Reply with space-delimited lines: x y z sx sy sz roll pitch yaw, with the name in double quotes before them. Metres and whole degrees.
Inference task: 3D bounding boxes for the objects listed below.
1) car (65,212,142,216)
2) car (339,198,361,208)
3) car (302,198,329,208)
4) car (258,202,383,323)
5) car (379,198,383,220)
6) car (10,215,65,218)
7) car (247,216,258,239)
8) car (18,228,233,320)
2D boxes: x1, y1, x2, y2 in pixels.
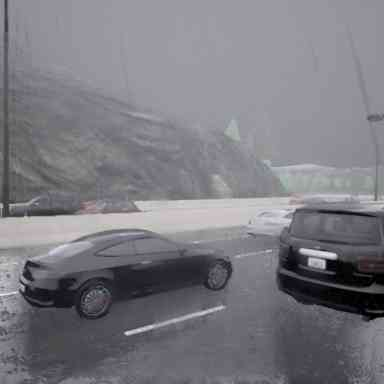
"car" -5.544 1.395 21.890 4.553 1.767 2.097 0 0 -38
"car" 24.217 1.620 50.855 1.994 1.385 4.181 0 0 40
"car" 18.353 1.608 49.352 2.033 1.411 5.357 0 0 41
"car" 4.127 1.229 6.961 5.566 2.045 2.150 0 0 -37
"car" 17.663 1.379 28.059 4.553 1.767 2.097 0 0 -44
"car" -10.039 1.271 22.793 5.566 2.045 2.150 0 0 -38
"car" 4.660 1.548 16.354 4.674 1.442 1.812 0 0 -39
"car" -1.189 1.540 7.337 4.674 1.442 1.812 0 0 -37
